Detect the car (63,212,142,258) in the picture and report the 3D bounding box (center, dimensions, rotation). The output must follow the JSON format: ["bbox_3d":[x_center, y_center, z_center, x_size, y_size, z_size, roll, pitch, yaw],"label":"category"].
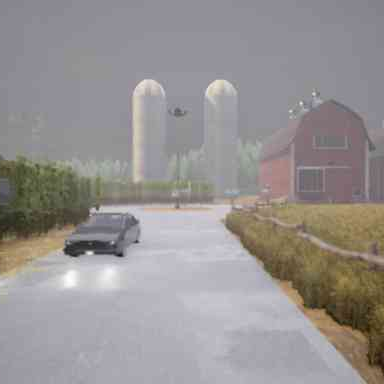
[{"bbox_3d":[-3.170,1.514,12.998,2.033,1.411,5.357,0,0,1],"label":"car"}]

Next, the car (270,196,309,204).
[{"bbox_3d":[11.467,1.250,38.886,5.008,1.535,1.882,0,-1,-20],"label":"car"}]
